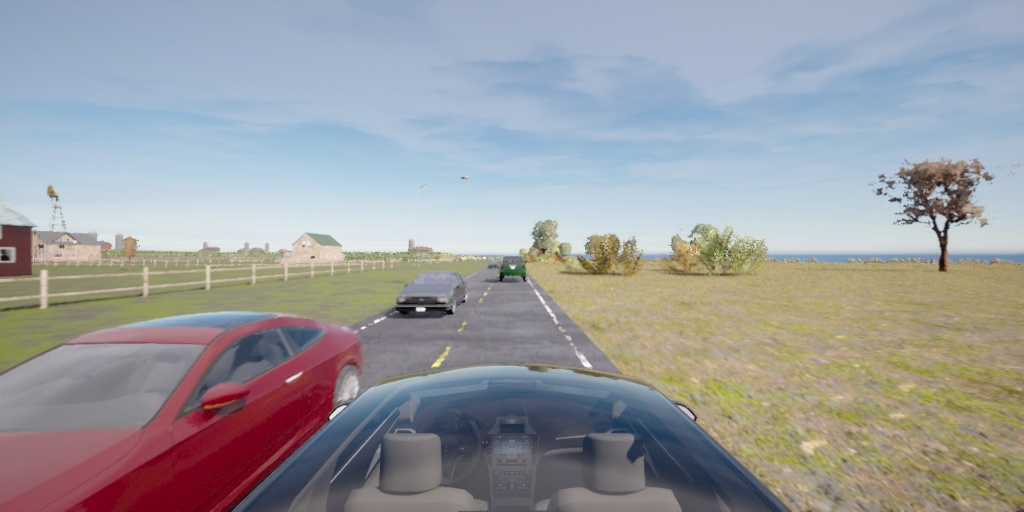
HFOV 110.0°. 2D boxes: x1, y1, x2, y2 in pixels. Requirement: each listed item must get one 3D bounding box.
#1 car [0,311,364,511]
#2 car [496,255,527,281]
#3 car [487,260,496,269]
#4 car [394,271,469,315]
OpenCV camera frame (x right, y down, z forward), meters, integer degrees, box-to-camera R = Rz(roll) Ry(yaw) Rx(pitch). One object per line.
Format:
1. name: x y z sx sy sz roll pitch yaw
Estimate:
1. car: -2.847 1.278 2.992 1.812 1.442 4.674 0 0 0
2. car: 0.069 0.973 29.900 2.150 2.045 5.566 0 0 0
3. car: -2.859 1.366 57.564 2.033 1.411 5.357 0 0 1
4. car: -2.846 1.298 13.952 2.033 1.411 5.357 0 0 1
